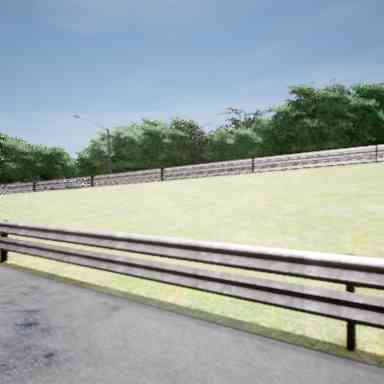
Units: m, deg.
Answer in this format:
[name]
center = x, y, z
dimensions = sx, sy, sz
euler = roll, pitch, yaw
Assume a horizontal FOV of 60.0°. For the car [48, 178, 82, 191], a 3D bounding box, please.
[car]
center = -19.395, -1.007, 50.789
dimensions = 5.566, 2.045, 2.150
euler = -4, -2, 24
